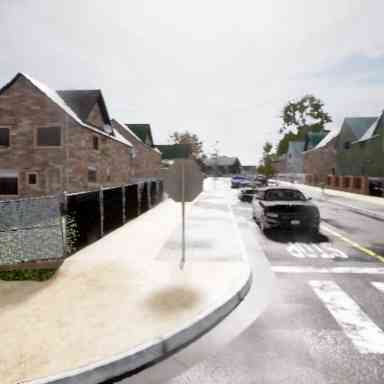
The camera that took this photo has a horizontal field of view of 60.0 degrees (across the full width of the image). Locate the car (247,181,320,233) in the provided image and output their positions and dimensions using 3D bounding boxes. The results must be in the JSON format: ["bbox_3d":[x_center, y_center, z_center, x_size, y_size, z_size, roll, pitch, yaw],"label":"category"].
[{"bbox_3d":[3.455,0.527,12.977,1.882,1.535,5.008,0,4,4],"label":"car"}]

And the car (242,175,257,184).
[{"bbox_3d":[9.676,-2.154,56.169,1.994,1.385,4.181,0,3,5],"label":"car"}]

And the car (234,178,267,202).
[{"bbox_3d":[4.298,-0.079,24.122,1.895,1.301,4.718,0,4,4],"label":"car"}]

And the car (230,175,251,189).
[{"bbox_3d":[5.498,-1.186,39.532,1.882,1.535,5.008,0,3,5],"label":"car"}]

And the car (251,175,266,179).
[{"bbox_3d":[8.719,-1.428,43.496,1.837,1.490,4.892,0,3,4],"label":"car"}]
